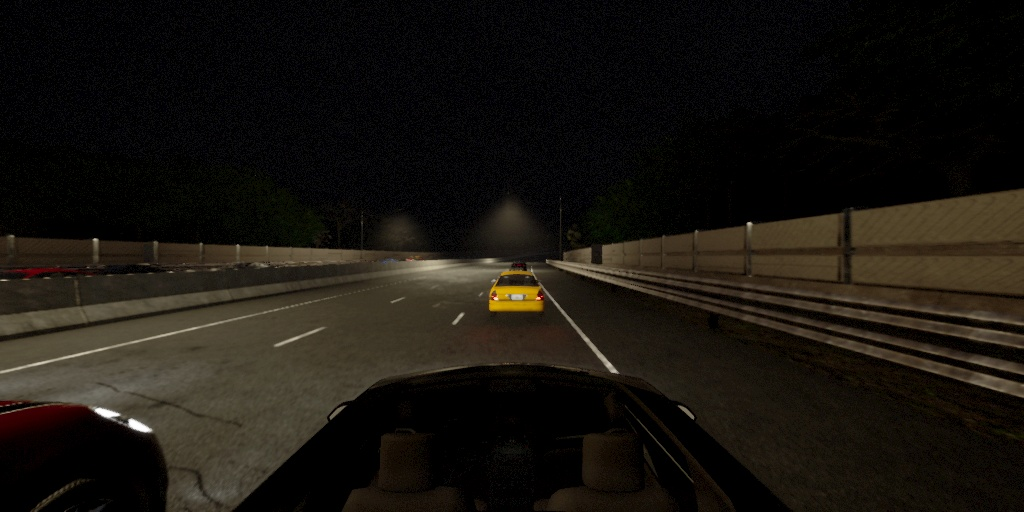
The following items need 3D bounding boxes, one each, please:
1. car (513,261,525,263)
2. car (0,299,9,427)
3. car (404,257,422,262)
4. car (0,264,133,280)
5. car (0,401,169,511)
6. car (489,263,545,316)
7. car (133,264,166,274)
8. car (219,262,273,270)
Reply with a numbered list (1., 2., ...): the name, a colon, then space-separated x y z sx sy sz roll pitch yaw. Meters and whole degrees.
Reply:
1. car: 0.868 1.275 42.768 2.128 1.511 4.902 0 0 2
2. car: -6.889 1.252 1.811 1.837 1.490 4.892 0 0 0
3. car: -16.035 1.321 60.268 1.812 1.442 4.674 0 0 3
4. car: -17.529 1.209 13.057 1.882 1.535 5.008 0 0 1
5. car: -3.388 1.100 0.522 2.097 1.767 4.553 0 0 0
6. car: 0.177 1.201 13.244 1.801 1.575 5.366 0 0 1
7. car: -24.390 1.247 22.555 1.812 1.442 4.674 0 0 1
8. car: -20.770 1.220 28.014 2.128 1.511 4.902 0 0 1
